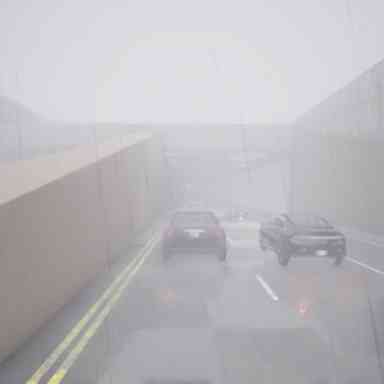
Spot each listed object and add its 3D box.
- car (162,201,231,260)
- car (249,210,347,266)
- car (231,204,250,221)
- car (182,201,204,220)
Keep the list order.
[{"bbox_3d":[0.086,1.359,12.530,2.097,1.767,4.553,0,0,0],"label":"car"},{"bbox_3d":[3.583,1.493,11.595,2.128,1.511,4.902,0,-1,0],"label":"car"},{"bbox_3d":[3.586,1.614,26.409,1.895,1.301,4.718,0,0,0],"label":"car"},{"bbox_3d":[0.086,1.540,29.081,1.812,1.442,4.674,0,0,0],"label":"car"}]
